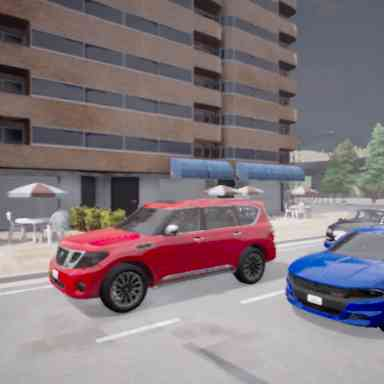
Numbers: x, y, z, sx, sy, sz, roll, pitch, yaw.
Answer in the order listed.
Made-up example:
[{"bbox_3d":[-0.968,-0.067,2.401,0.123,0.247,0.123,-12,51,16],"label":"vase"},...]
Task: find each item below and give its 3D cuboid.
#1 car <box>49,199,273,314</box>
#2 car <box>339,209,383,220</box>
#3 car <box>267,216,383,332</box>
[{"bbox_3d":[-0.369,1.214,7.993,5.566,2.045,2.150,0,0,-35],"label":"car"},{"bbox_3d":[7.464,1.467,13.790,4.902,1.511,2.128,0,0,-37],"label":"car"},{"bbox_3d":[4.029,1.465,6.829,5.008,1.535,1.882,0,0,-35],"label":"car"}]
